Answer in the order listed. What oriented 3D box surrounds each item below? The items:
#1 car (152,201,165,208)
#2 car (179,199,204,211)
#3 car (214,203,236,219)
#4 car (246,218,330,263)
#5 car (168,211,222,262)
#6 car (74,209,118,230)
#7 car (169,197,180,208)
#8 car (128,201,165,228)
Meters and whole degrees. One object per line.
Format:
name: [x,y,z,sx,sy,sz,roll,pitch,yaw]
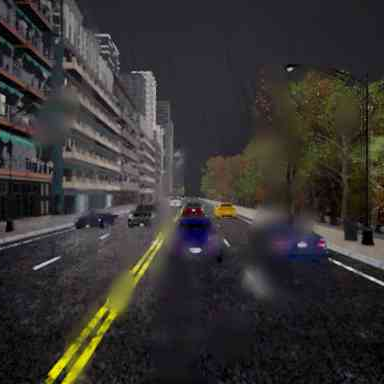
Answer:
car: [-6.442,2.371,64.442,1.895,1.301,4.718,0,-1,1]
car: [0.136,1.738,32.609,2.097,1.767,4.553,0,-1,0]
car: [3.389,1.885,34.379,1.882,1.535,5.008,0,-1,0]
car: [3.364,1.697,12.633,2.033,1.411,5.357,0,-1,0]
car: [0.107,1.674,12.644,1.812,1.442,4.674,0,-1,0]
car: [-6.574,1.874,23.203,1.895,1.301,4.718,0,-1,0]
car: [-3.189,2.003,65.242,2.150,2.045,5.566,0,-1,0]
car: [-3.322,1.639,24.377,2.097,1.767,4.553,0,-1,0]
